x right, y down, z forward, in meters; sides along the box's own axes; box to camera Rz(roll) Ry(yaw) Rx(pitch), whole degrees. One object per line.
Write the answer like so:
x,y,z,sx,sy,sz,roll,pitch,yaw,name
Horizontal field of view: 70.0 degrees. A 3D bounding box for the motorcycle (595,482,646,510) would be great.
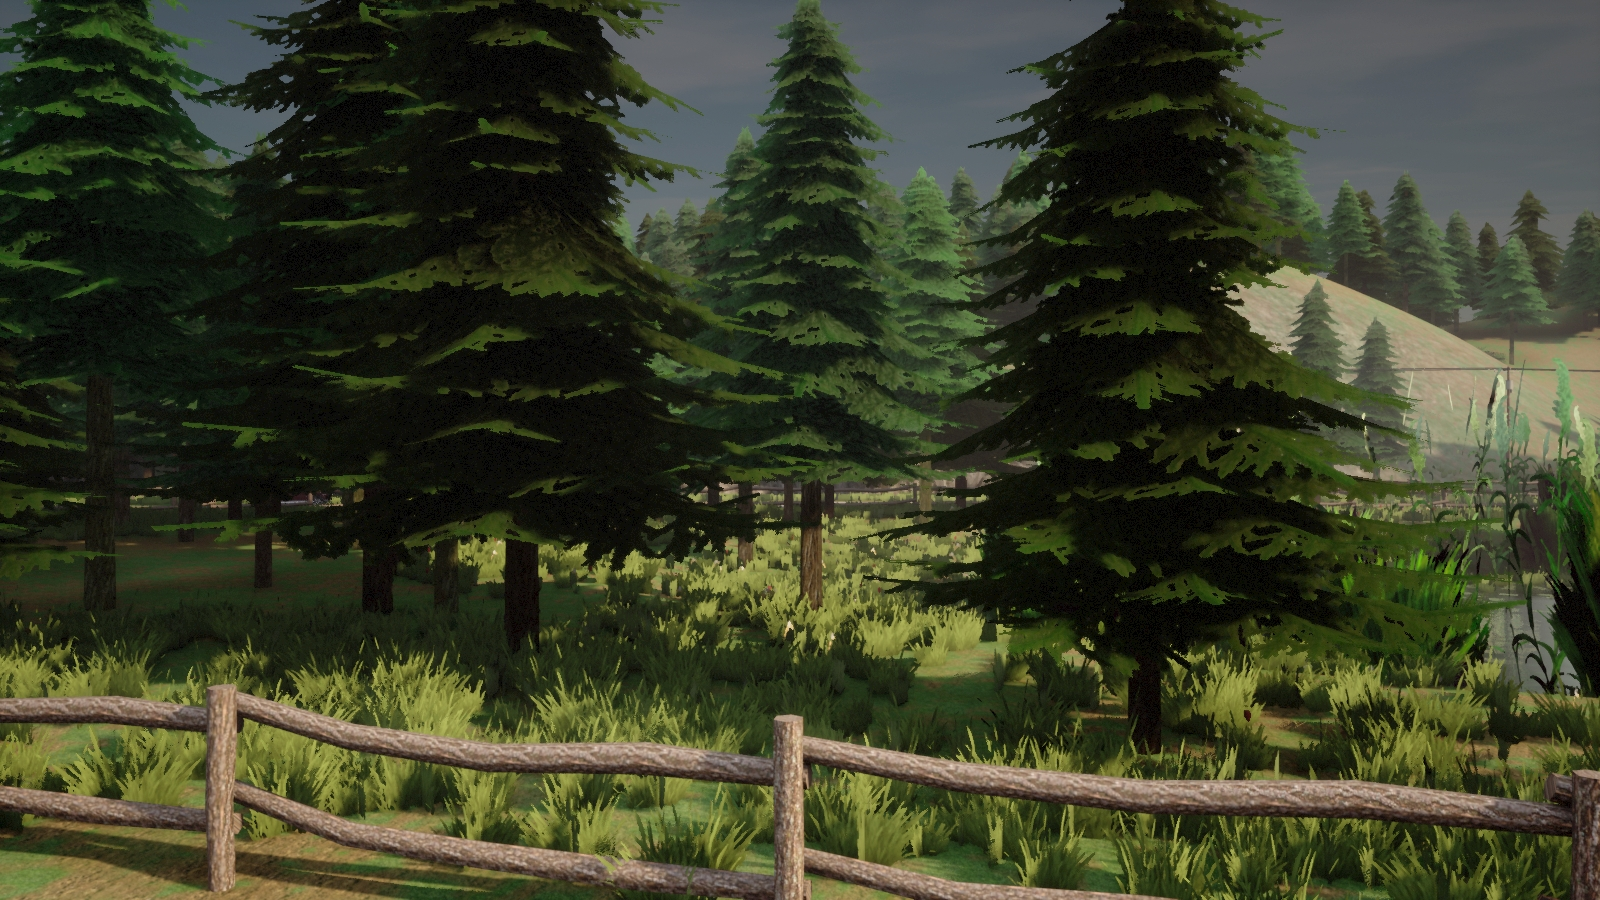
-8.486,2.178,54.103,2.209,1.251,0.867,0,0,14,motorcycle
